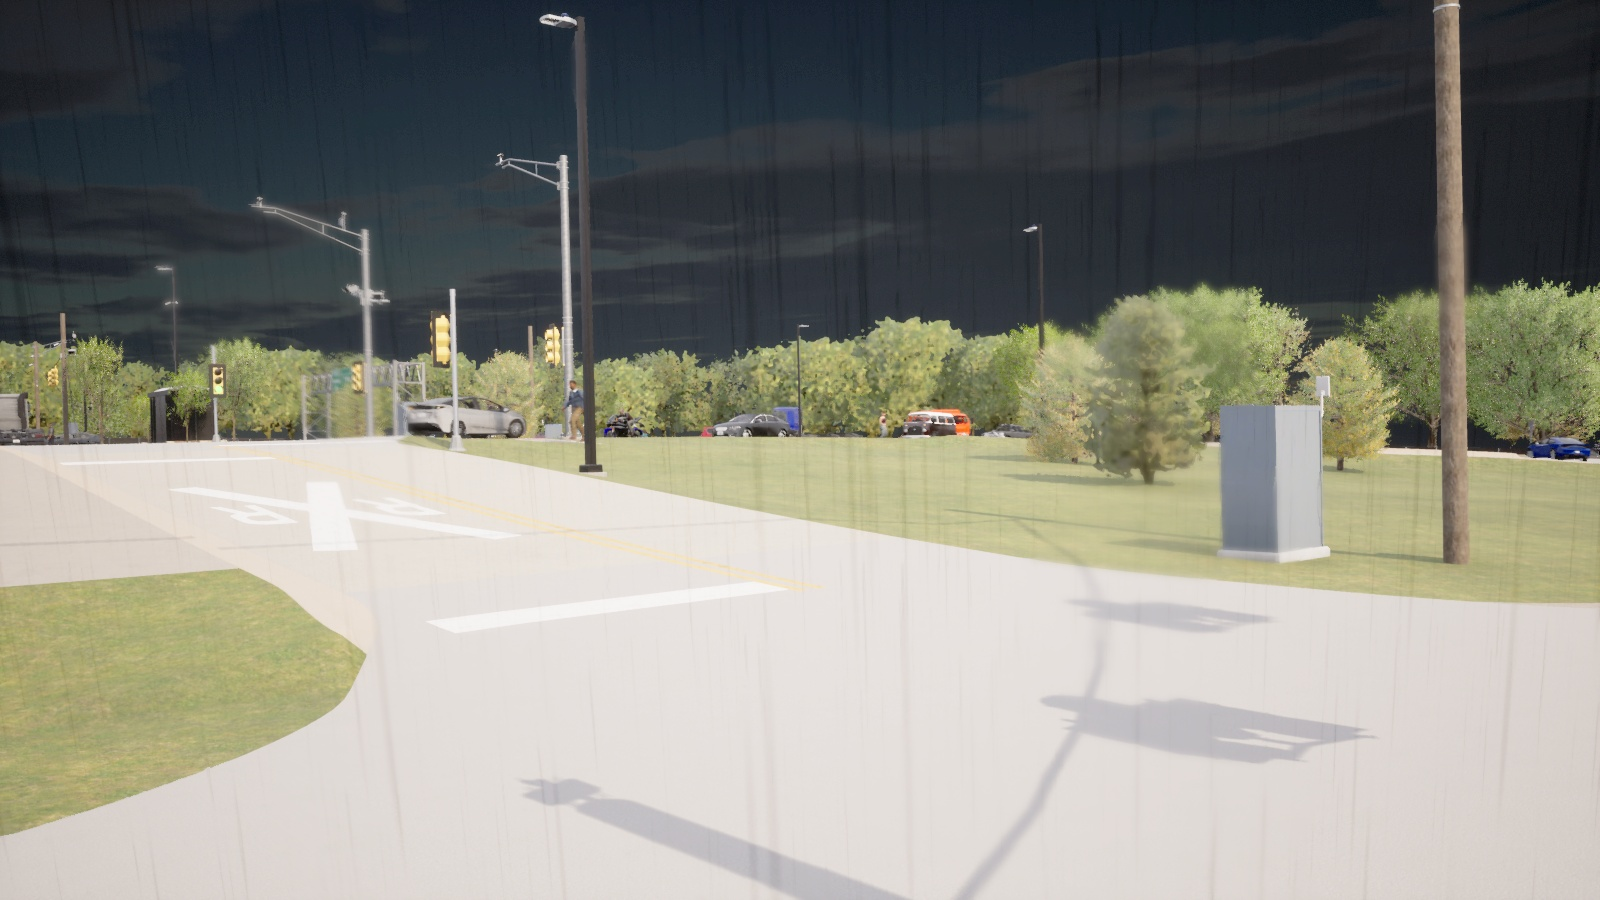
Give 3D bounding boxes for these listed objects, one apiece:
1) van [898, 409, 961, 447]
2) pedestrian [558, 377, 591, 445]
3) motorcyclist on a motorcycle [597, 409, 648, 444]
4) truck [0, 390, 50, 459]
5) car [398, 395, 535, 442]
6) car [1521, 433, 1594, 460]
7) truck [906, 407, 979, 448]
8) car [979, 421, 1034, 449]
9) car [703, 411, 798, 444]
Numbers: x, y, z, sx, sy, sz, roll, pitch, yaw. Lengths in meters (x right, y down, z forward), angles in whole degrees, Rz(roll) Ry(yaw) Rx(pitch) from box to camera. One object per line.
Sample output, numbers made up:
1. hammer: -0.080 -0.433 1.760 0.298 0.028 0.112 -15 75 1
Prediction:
1. van: 7.765 -1.289 75.124 2.069 2.038 4.480 -1 -2 30
2. pedestrian: -6.548 -1.137 36.512 0.788 1.949 0.423 -2 1 -40
3. motorcyclist on a motorcycle: -7.997 -1.046 56.678 0.866 1.530 2.191 -1 -1 44
4. truck: -42.454 -1.261 66.996 2.891 3.462 7.936 -2 1 -39
5. car: -11.560 -1.080 43.846 2.007 1.525 4.514 -1 0 29
6. car: 47.596 -0.250 79.029 1.882 1.535 5.008 3 1 6
7. truck: 9.352 -1.455 83.110 2.627 2.467 5.204 -2 0 -21
8. car: 15.280 -1.074 92.915 1.932 1.855 4.605 -2 -2 40
9. car: -2.434 -1.098 62.692 2.128 1.511 4.902 -1 -1 36
